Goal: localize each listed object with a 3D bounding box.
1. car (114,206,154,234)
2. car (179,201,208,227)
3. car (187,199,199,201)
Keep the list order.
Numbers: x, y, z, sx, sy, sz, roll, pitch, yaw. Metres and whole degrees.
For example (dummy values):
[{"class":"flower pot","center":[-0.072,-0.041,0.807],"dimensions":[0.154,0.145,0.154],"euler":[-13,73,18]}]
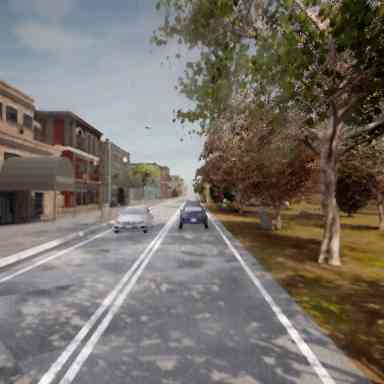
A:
[{"class":"car","center":[-3.333,1.570,19.864],"dimensions":[1.812,1.442,4.674],"euler":[0,0,0]},{"class":"car","center":[0.098,1.576,22.857],"dimensions":[1.812,1.442,4.674],"euler":[0,0,0]},{"class":"car","center":[0.097,1.573,41.460],"dimensions":[2.128,1.511,4.902],"euler":[0,0,0]}]
